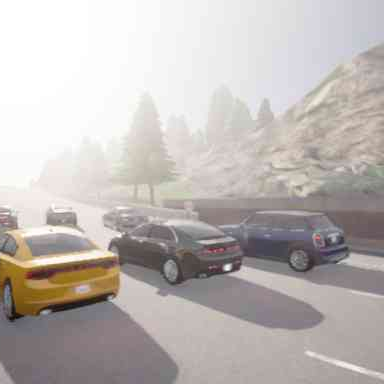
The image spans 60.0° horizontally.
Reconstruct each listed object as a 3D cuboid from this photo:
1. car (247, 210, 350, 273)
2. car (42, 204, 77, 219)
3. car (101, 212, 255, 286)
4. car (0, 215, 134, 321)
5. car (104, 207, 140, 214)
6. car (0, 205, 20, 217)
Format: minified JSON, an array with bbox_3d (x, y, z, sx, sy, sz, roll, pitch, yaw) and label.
[{"bbox_3d":[2.656,1.400,11.170,2.097,1.767,4.553,0,0,-43],"label":"car"},{"bbox_3d":[-9.201,1.605,23.018,2.128,1.511,4.902,0,0,-28],"label":"car"},{"bbox_3d":[-0.743,1.560,9.762,1.837,1.490,4.892,0,0,-41],"label":"car"},{"bbox_3d":[-3.501,1.532,7.623,1.882,1.535,5.008,0,0,-41],"label":"car"},{"bbox_3d":[-4.436,1.656,21.482,2.033,1.411,5.357,0,0,-28],"label":"car"},{"bbox_3d":[-12.217,1.627,21.243,1.837,1.490,4.892,0,1,-28],"label":"car"}]
